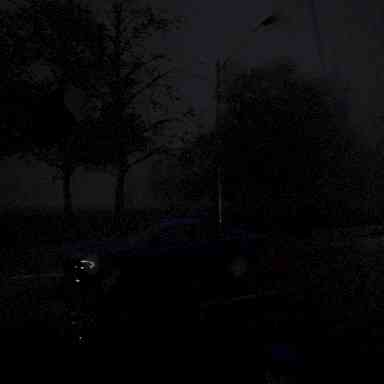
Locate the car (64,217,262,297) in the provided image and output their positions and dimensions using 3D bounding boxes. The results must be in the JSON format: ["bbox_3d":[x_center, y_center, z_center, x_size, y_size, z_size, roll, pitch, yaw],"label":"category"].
[{"bbox_3d":[-0.578,1.424,8.438,5.008,1.535,1.882,0,1,-27],"label":"car"}]
